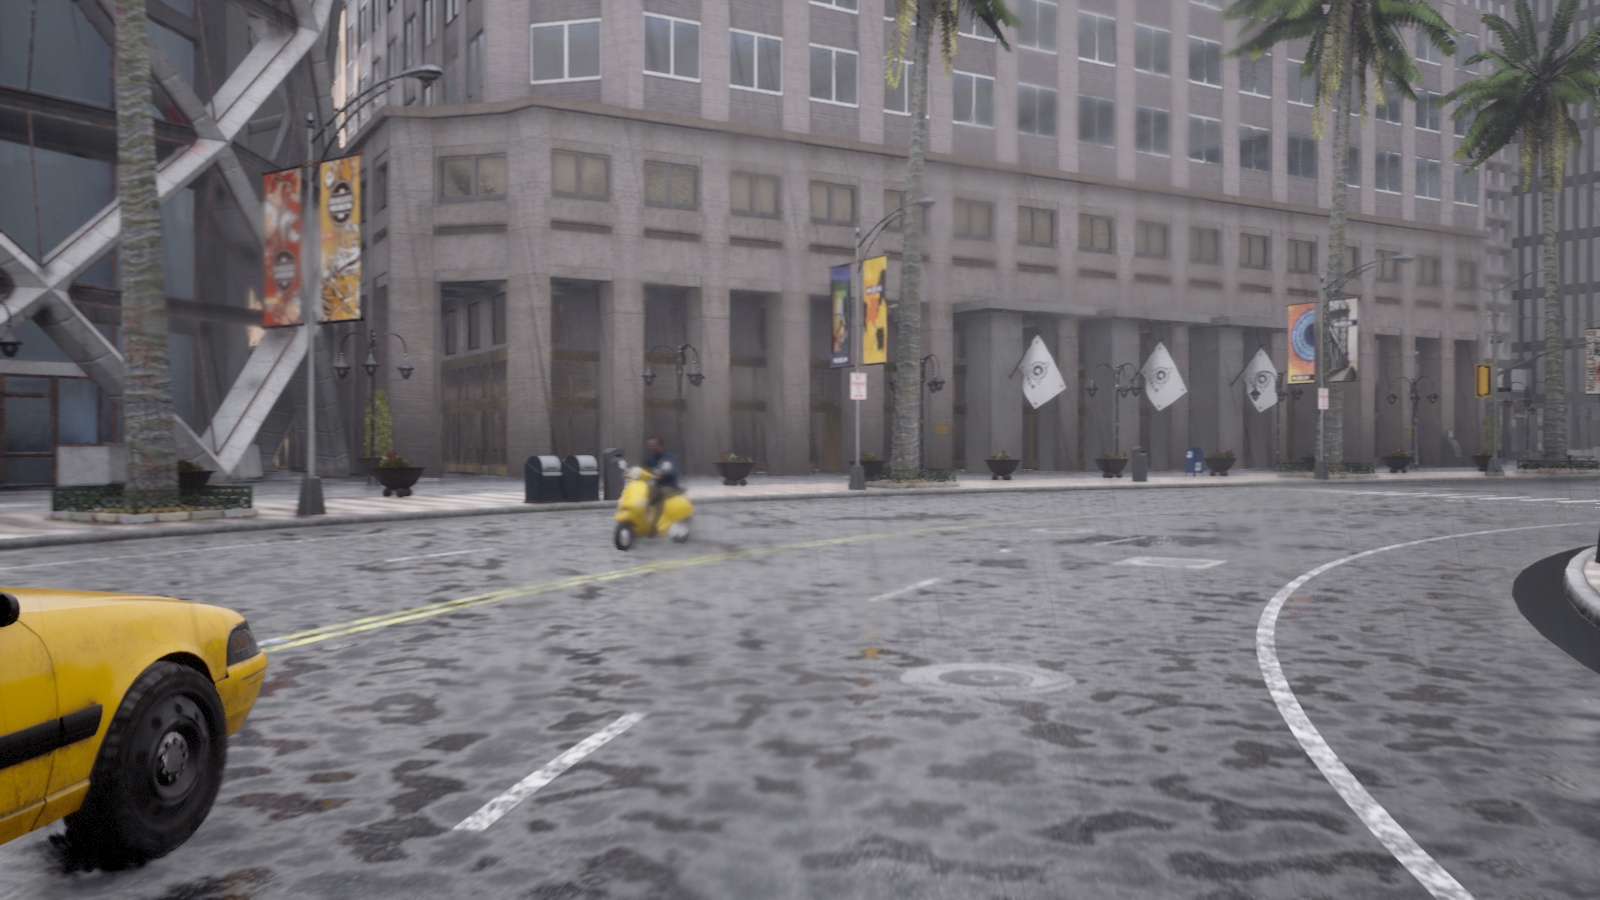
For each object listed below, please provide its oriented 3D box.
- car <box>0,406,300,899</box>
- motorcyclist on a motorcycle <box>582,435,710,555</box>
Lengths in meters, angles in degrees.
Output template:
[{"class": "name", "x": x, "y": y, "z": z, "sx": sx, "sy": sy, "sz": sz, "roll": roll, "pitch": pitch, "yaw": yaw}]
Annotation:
[{"class": "car", "x": -3.281, "y": 0.663, "z": 2.823, "sx": 1.801, "sy": 1.575, "sz": 5.366, "roll": 0, "pitch": 0, "yaw": 5}, {"class": "motorcyclist on a motorcycle", "x": -2.156, "y": 0.595, "z": 17.767, "sx": 0.866, "sy": 1.590, "sz": 1.817, "roll": 1, "pitch": 1, "yaw": 30}]
